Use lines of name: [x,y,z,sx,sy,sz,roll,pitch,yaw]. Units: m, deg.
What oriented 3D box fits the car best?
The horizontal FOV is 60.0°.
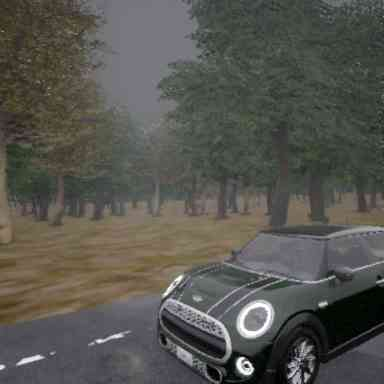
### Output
car: [1.718,1.357,5.304,4.553,1.767,2.097,0,0,-36]
